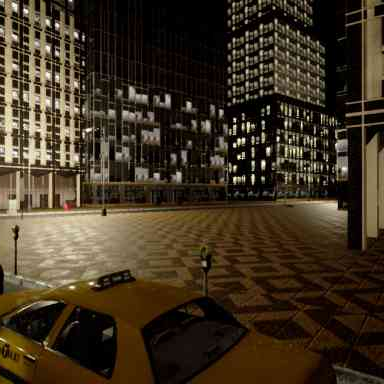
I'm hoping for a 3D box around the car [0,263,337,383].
[{"bbox_3d":[-1.017,1.525,3.599,4.829,1.417,1.752,0,0,35],"label":"car"}]
